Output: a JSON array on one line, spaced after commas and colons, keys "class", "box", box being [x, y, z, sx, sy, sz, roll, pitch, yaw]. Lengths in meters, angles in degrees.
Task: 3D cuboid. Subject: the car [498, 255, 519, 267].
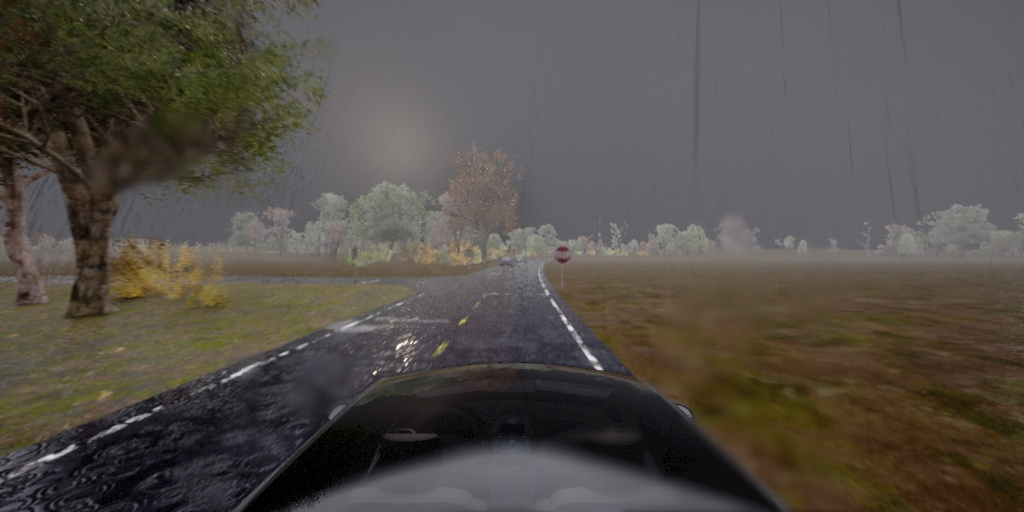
[{"class": "car", "box": [-0.648, 0.807, 50.000, 2.033, 1.411, 5.357, 0, 1, 6]}]
